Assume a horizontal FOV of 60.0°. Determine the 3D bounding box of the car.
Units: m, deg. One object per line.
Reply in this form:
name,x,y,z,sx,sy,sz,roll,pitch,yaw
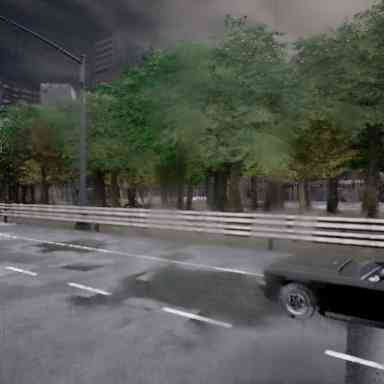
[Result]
car,3.572,1.601,5.620,4.718,1.301,1.895,0,0,35
